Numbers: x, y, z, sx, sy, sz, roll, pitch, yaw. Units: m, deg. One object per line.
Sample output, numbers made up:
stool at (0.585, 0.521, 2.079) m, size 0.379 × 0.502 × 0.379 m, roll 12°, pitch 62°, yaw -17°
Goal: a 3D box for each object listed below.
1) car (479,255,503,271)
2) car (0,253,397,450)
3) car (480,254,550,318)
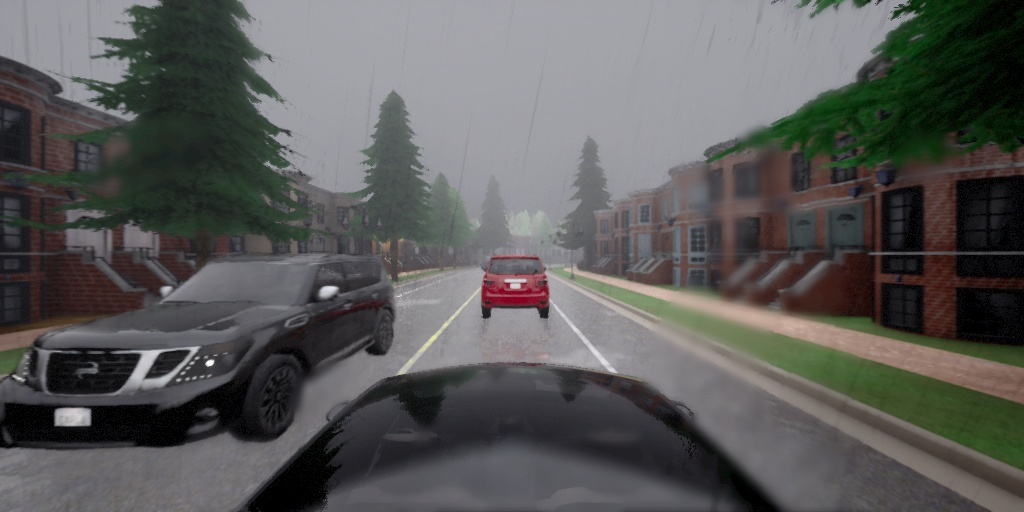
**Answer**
car at (-2.821, 0.927, 49.962) m, size 2.150 × 2.045 × 5.566 m, roll 0°, pitch 0°, yaw 9°
car at (-3.601, 0.968, 5.703) m, size 2.150 × 2.045 × 5.566 m, roll 0°, pitch 0°, yaw 0°
car at (0.103, 0.960, 13.109) m, size 2.150 × 2.045 × 5.566 m, roll 0°, pitch 0°, yaw 0°
